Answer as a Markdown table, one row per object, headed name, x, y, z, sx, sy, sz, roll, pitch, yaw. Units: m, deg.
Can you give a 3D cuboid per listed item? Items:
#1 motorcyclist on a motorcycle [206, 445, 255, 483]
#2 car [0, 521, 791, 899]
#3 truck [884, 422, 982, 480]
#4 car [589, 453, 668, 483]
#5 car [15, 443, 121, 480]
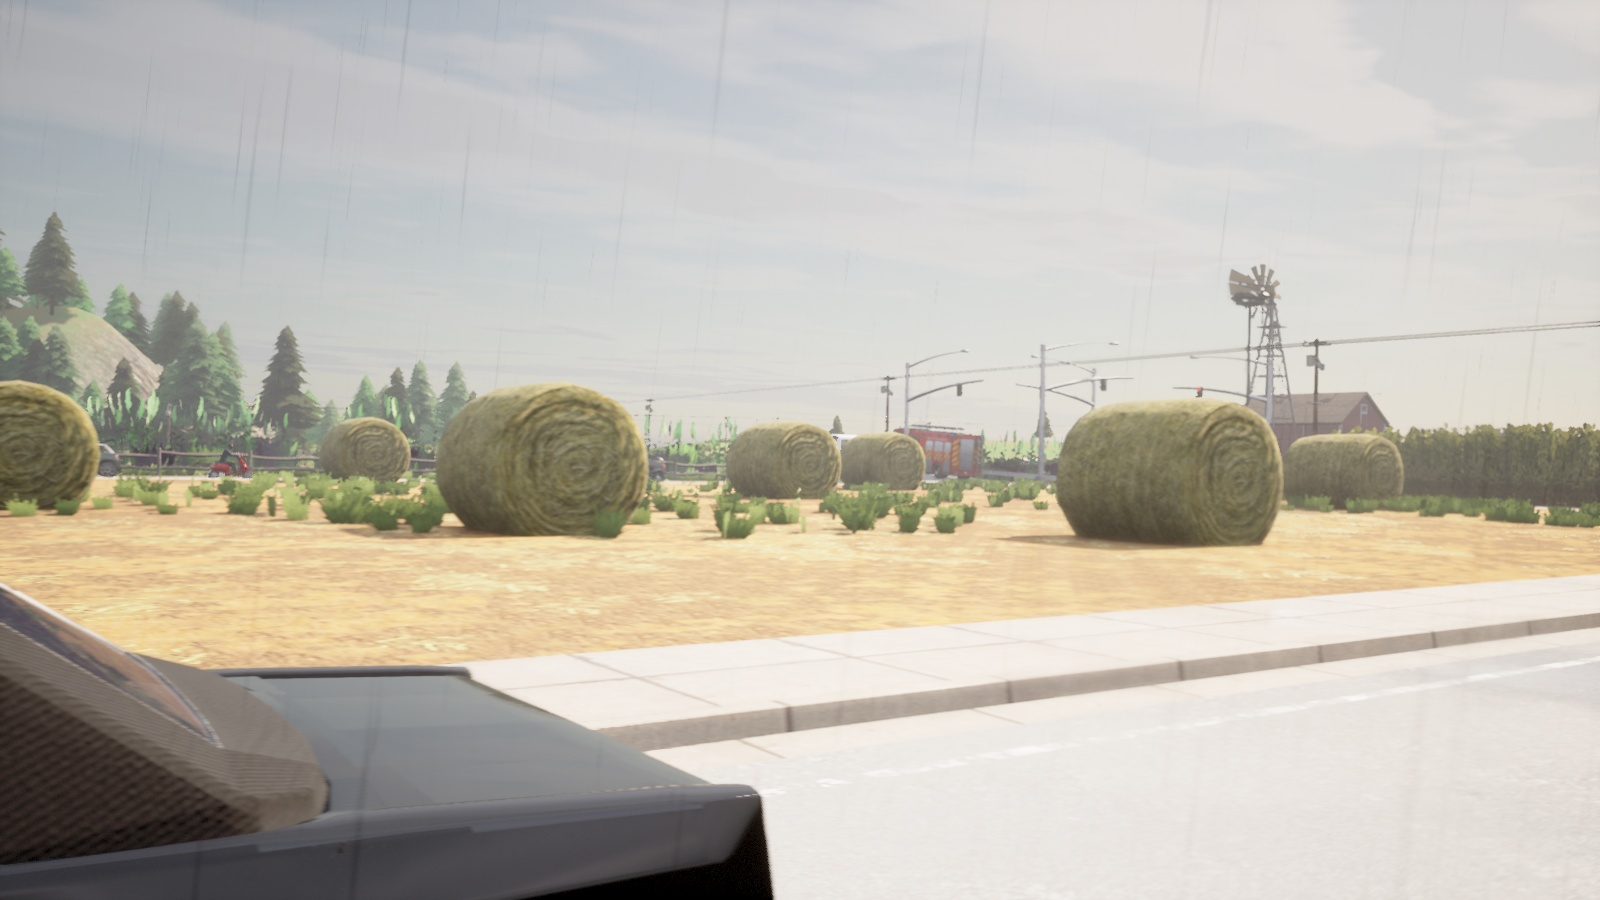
| name | x | y | z | sx | sy | sz | roll | pitch | yaw |
| --- | --- | --- | --- | --- | --- | --- | --- | --- | --- |
| motorcyclist on a motorcycle | -24.353 | 0.602 | 53.695 | 1.817 | 1.590 | 0.866 | 1 | 0 | -31 |
| car | -2.505 | 0.842 | 1.911 | 4.718 | 1.301 | 1.895 | 1 | 0 | -35 |
| truck | 9.919 | -0.003 | 94.545 | 2.891 | 3.827 | 8.468 | 1 | 3 | -28 |
| car | -9.124 | 0.962 | 66.924 | 3.705 | 1.549 | 1.789 | 1 | 0 | -31 |
| car | -31.247 | 0.495 | 53.641 | 3.806 | 1.475 | 1.970 | 1 | 0 | -31 |
